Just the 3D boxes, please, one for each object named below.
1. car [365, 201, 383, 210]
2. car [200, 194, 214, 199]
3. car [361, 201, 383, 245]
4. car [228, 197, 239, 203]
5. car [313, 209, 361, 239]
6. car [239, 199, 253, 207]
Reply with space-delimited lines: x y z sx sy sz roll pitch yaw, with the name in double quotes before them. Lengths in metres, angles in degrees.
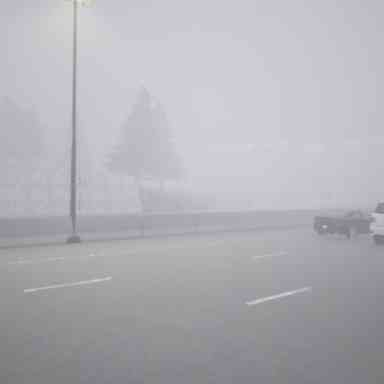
"car" 31.562 2.256 56.502 4.718 1.301 1.895 1 0 -35
"car" 4.540 1.201 95.427 1.895 1.301 4.718 1 3 -29
"car" 10.521 1.418 15.550 5.566 2.045 2.150 1 0 -36
"car" 10.130 1.923 80.769 1.812 1.442 4.674 1 1 -10
"car" 8.906 1.680 18.699 5.008 1.535 1.882 1 0 -35
"car" 10.653 2.062 64.280 2.033 1.411 5.357 1 0 8
